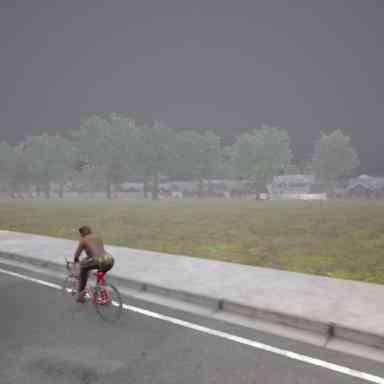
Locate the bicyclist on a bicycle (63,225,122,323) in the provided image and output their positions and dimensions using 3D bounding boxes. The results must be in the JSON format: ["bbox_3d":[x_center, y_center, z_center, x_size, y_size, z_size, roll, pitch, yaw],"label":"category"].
[{"bbox_3d":[-1.822,1.436,5.961,1.656,1.620,0.582,0,0,36],"label":"bicyclist on a bicycle"}]
